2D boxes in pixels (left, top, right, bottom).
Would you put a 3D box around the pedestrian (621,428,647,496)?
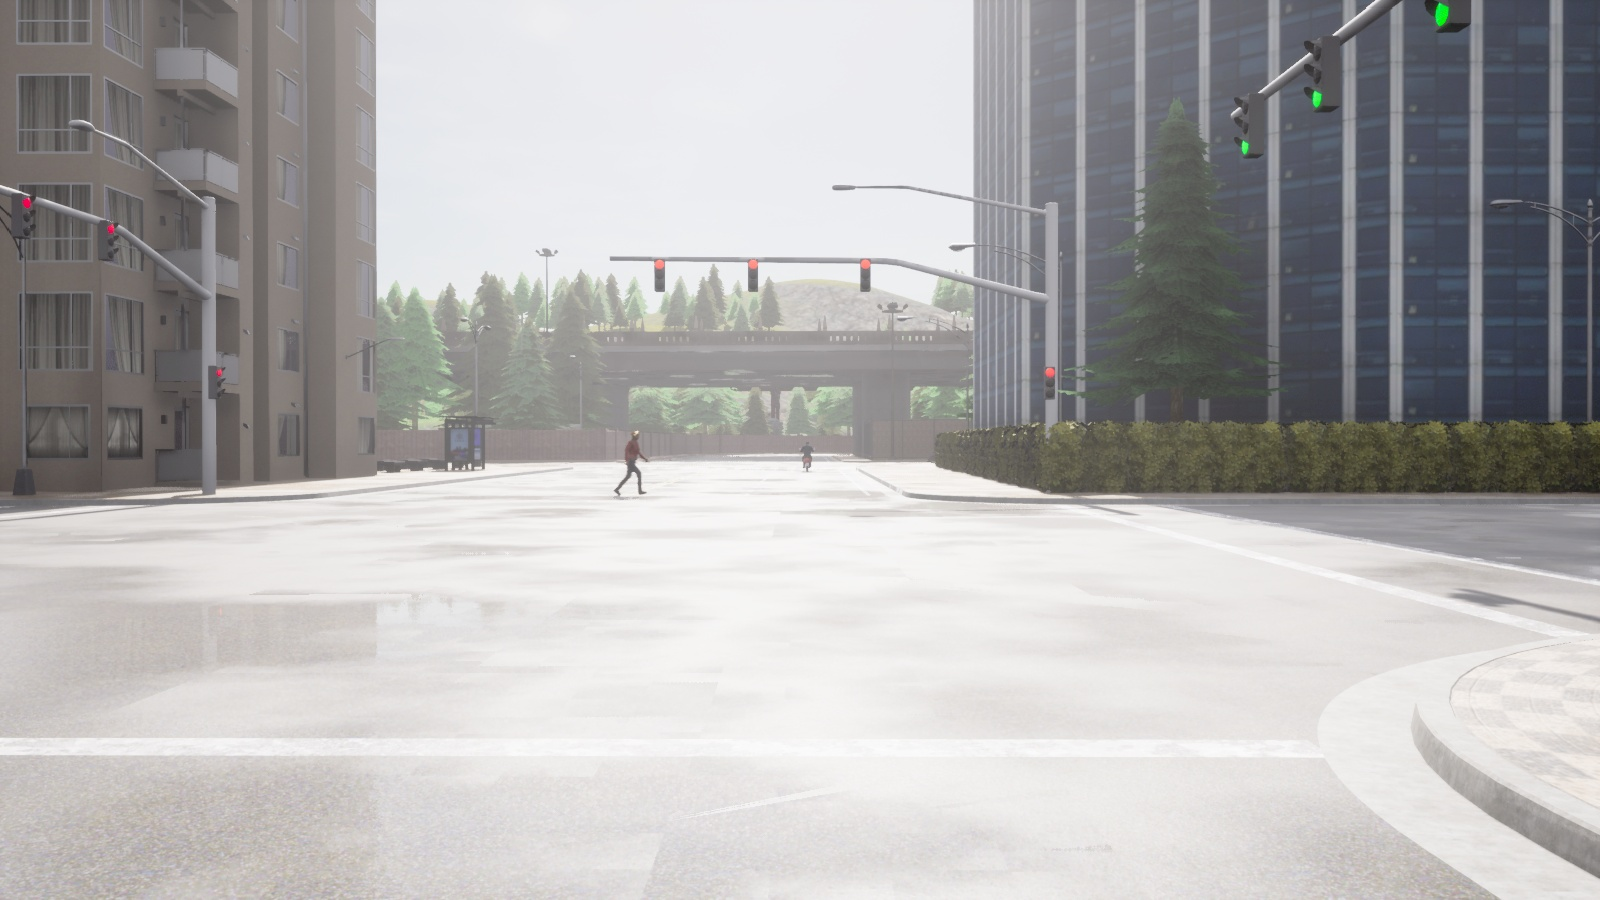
[{"bbox_3d":[-4.531,0.318,34.322,0.636,1.846,0.331,0,0,7],"label":"pedestrian"}]
